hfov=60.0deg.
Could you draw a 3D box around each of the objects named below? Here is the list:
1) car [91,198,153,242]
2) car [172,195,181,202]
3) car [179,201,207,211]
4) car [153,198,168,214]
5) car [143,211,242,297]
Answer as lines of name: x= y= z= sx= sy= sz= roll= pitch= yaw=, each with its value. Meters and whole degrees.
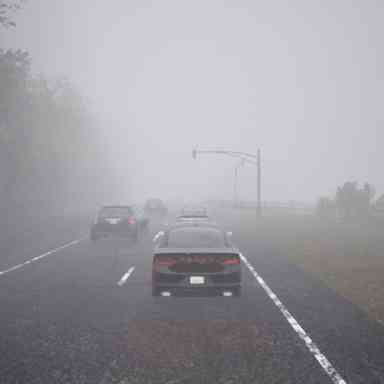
car: x=-3.418 y=1.355 z=16.563 sx=2.097 sy=1.767 sz=4.553 roll=0 pitch=0 yaw=0
car: x=-3.586 y=1.501 z=77.881 sx=1.837 sy=1.490 sz=4.892 roll=0 pitch=0 yaw=0
car: x=0.090 y=1.496 z=18.125 sx=2.128 sy=1.511 sz=4.902 roll=0 pitch=0 yaw=0
car: x=-3.436 y=1.357 z=31.814 sx=2.097 sy=1.767 sz=4.553 roll=0 pitch=0 yaw=0
car: x=0.091 y=1.480 z=8.630 sx=1.882 sy=1.535 sz=5.008 roll=0 pitch=0 yaw=0
